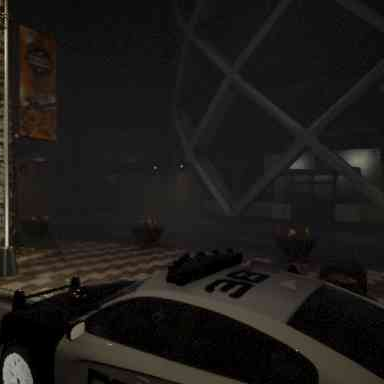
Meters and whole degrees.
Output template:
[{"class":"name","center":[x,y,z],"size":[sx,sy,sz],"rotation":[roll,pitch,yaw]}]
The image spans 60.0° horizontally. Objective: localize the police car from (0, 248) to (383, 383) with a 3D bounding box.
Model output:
[{"class":"police car","center":[0.017,1.427,3.247],"size":[5.238,1.638,1.930],"rotation":[0,0,34]}]
